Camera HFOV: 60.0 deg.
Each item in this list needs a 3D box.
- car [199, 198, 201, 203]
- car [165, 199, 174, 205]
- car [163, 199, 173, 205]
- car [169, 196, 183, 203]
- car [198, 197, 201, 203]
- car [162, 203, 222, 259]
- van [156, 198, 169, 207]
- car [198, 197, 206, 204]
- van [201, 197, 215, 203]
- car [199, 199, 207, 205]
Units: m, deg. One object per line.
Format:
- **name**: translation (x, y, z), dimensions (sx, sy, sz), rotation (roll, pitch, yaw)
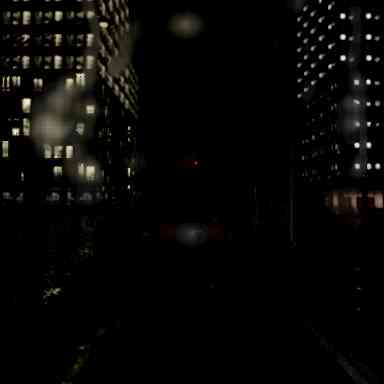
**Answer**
- **car**: translation (2.604, 2.147, 56.831), dimensions (1.887, 1.381, 4.507), rotation (0, -1, 0)
- **car**: translation (-5.700, 2.444, 84.552), dimensions (2.008, 1.369, 4.403), rotation (0, -1, 0)
- **car**: translation (-5.720, 2.401, 79.013), dimensions (1.947, 1.339, 4.313), rotation (0, -1, 0)
- **car**: translation (-3.063, 1.974, 70.756), dimensions (2.150, 2.045, 5.566), rotation (0, -1, 0)
- **car**: translation (2.661, 2.150, 78.986), dimensions (2.192, 1.841, 5.009), rotation (0, -1, 0)
- **car**: translation (0.013, 1.496, 13.422), dimensions (2.097, 1.767, 4.553), rotation (0, -1, 0)
- **van**: translation (-5.779, 2.002, 62.399), dimensions (1.690, 1.788, 3.998), rotation (0, -1, 0)
- **car**: translation (2.701, 2.266, 90.065), dimensions (2.192, 1.841, 5.009), rotation (0, -1, 0)
- **van**: translation (2.676, 1.885, 51.295), dimensions (1.690, 1.788, 3.998), rotation (0, -1, 0)
- **car**: translation (2.680, 2.438, 84.523), dimensions (1.887, 1.381, 4.507), rotation (0, -1, 0)
